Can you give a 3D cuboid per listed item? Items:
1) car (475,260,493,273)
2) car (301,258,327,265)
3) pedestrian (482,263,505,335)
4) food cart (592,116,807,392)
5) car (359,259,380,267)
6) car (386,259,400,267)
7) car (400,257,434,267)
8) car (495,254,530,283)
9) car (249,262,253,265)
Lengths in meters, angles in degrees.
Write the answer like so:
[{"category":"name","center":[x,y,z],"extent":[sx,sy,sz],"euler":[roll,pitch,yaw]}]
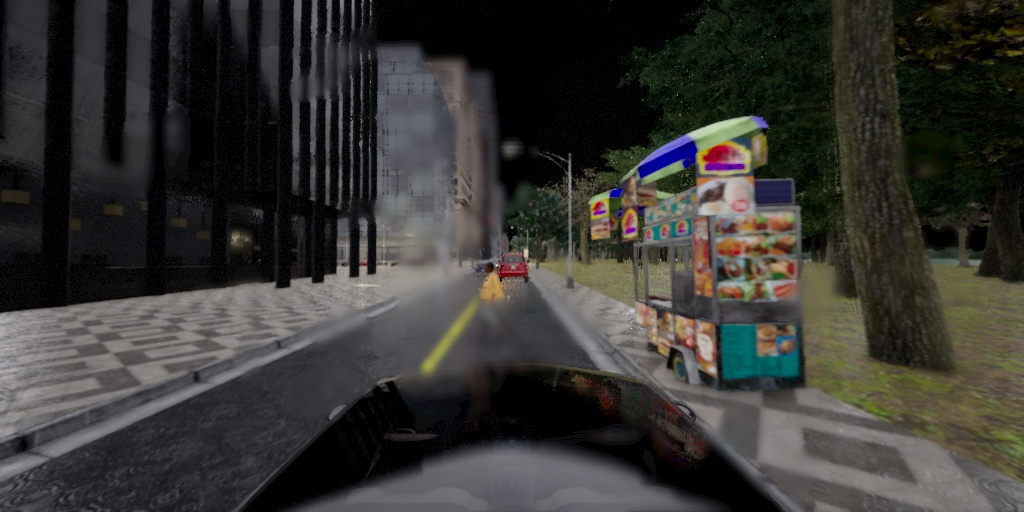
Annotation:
[{"category":"car","center":[-2.943,1.119,39.820],"extent":[2.033,1.411,5.357],"euler":[0,0,1]},{"category":"car","center":[-29.848,0.991,51.836],"extent":[4.507,1.381,1.888],"euler":[0,0,0]},{"category":"pedestrian","center":[-0.463,1.004,8.754],"extent":[0.375,1.860,0.375],"euler":[2,-2,-10]},{"category":"food cart","center":[3.146,0.188,6.396],"extent":[2.280,3.560,4.660],"euler":[0,0,0]},{"category":"car","center":[-24.347,1.210,60.353],"extent":[4.207,1.307,1.802],"euler":[0,0,0]},{"category":"car","center":[-18.860,1.191,60.347],"extent":[4.313,1.339,1.948],"euler":[0,0,0]},{"category":"car","center":[-13.417,0.878,51.818],"extent":[4.097,1.591,1.967],"euler":[0,0,-1]},{"category":"car","center":[0.141,0.849,26.785],"extent":[2.150,2.045,5.566],"euler":[0,0,1]},{"category":"car","center":[-35.165,0.974,51.842],"extent":[4.829,1.417,1.751],"euler":[0,0,0]}]
